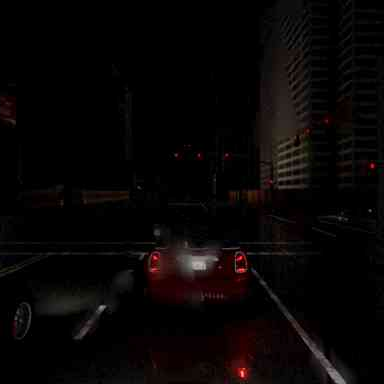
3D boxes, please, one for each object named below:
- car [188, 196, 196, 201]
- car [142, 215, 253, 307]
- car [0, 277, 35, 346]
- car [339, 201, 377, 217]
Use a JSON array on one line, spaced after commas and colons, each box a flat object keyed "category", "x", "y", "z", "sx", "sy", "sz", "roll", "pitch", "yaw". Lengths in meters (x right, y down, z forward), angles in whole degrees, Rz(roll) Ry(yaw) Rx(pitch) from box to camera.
[{"category": "car", "x": 0.079, "y": 1.594, "z": 81.000, "sx": 1.895, "sy": 1.301, "sz": 4.718, "roll": 0, "pitch": 0, "yaw": 0}, {"category": "car", "x": 0.108, "y": 1.352, "z": 8.145, "sx": 2.097, "sy": 1.767, "sz": 4.553, "roll": 0, "pitch": 0, "yaw": 0}, {"category": "car", "x": -3.395, "y": 1.526, "z": 3.371, "sx": 1.812, "sy": 1.442, "sz": 4.674, "roll": 0, "pitch": 0, "yaw": 0}, {"category": "car", "x": 16.300, "y": 1.547, "z": 30.192, "sx": 5.357, "sy": 1.411, "sz": 2.033, "roll": 0, "pitch": 0, "yaw": 0}]
